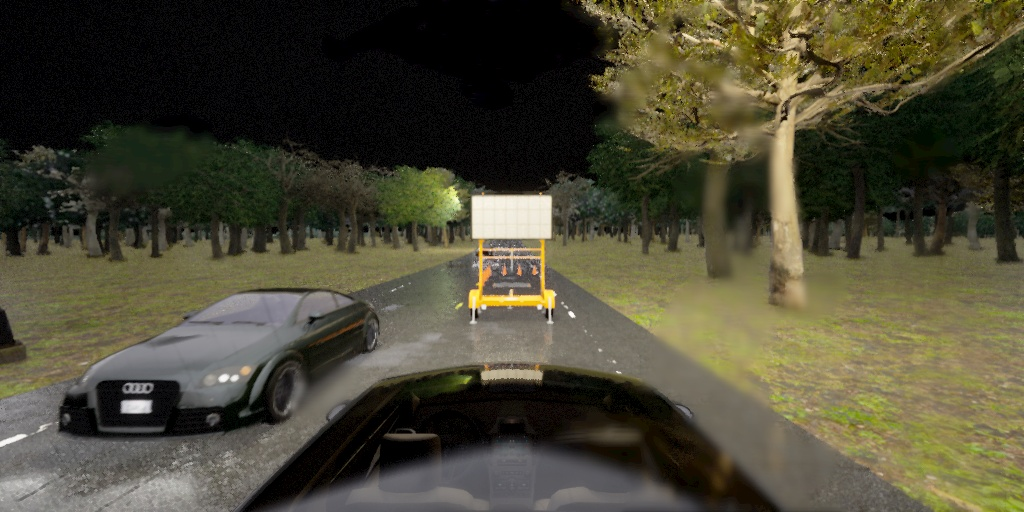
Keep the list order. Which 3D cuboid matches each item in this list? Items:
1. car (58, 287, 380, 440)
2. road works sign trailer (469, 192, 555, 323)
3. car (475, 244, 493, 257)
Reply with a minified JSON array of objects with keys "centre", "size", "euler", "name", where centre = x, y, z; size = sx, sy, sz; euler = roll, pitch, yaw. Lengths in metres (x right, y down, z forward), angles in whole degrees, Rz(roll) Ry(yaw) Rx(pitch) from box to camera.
[{"centre":[-3.600,1.197,5.426],"size":[1.994,1.385,4.181],"euler":[0,2,0],"name":"car"},{"centre":[-0.005,-0.082,10.739],"size":[2.380,3.560,2.880],"euler":[0,0,0],"name":"road works sign trailer"},{"centre":[-3.602,-0.801,47.397],"size":[2.097,1.767,4.553],"euler":[0,3,0],"name":"car"}]
